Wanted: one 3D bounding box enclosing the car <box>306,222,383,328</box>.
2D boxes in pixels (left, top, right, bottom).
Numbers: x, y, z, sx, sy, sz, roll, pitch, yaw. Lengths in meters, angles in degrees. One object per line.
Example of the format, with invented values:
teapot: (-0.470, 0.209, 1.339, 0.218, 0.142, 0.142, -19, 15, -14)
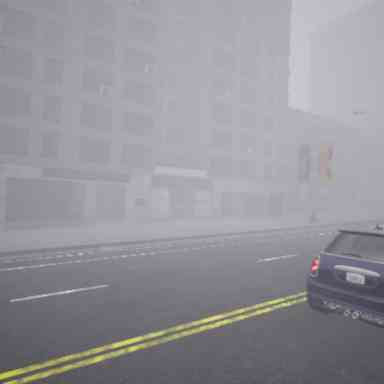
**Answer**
car: (4.334, 1.410, 6.532, 4.553, 1.767, 2.097, 1, 0, -35)
